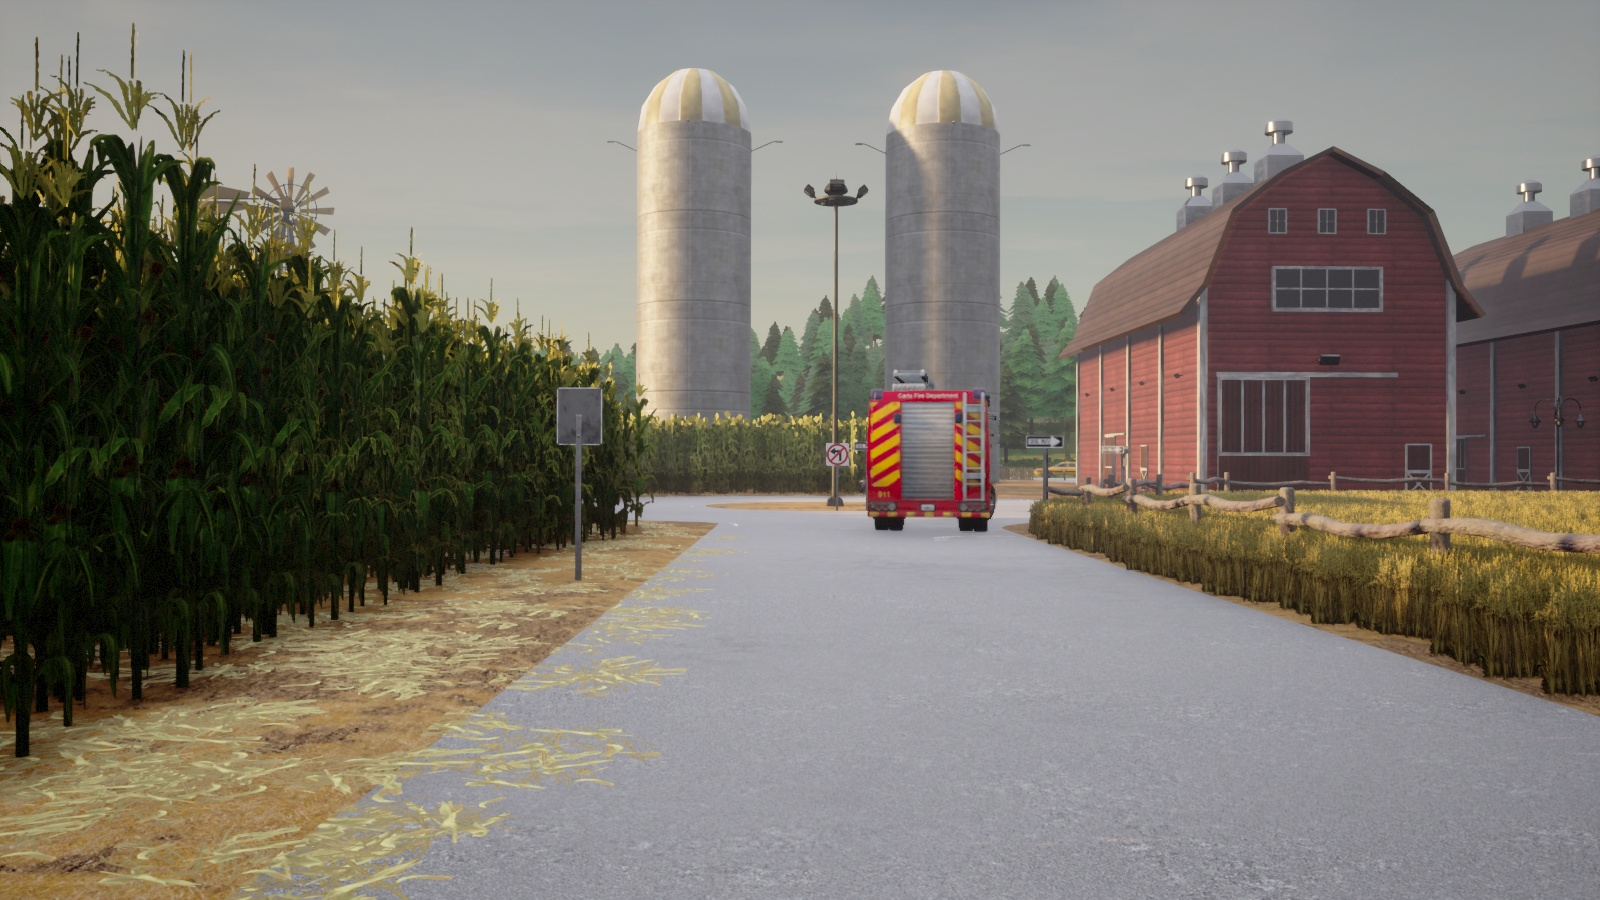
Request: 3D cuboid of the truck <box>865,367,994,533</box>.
[{"bbox_3d":[3.646,0.036,33.344,2.891,3.827,8.468,-1,0,9],"label":"truck"}]
